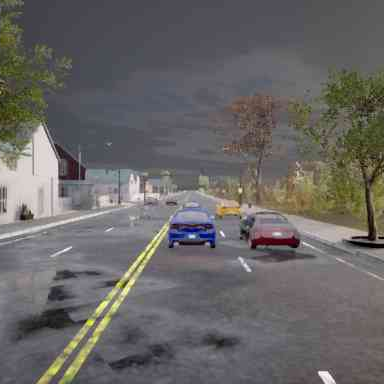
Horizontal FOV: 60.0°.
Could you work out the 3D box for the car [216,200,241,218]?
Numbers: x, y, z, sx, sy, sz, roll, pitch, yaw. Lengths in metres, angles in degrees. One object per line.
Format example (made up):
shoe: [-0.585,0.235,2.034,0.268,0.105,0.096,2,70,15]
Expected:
car: [3.250,1.470,29.652,1.882,1.535,5.008,0,0,0]

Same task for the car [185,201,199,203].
car: [0.000,1.518,29.651,1.812,1.442,4.674,0,0,0]

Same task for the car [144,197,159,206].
car: [-6.499,1.559,53.651,1.994,1.385,4.181,0,0,0]

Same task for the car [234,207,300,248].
car: [3.250,1.566,14.651,1.994,1.385,4.181,0,0,0]

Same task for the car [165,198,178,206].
car: [-3.250,1.614,53.622,1.895,1.301,4.718,0,0,0]

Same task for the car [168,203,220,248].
car: [0.000,1.478,14.651,1.882,1.535,5.008,0,0,0]
